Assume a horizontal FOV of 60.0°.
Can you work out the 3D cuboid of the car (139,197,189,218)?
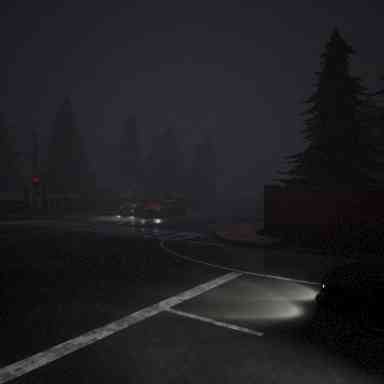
[{"bbox_3d":[-2.226,1.477,30.662,1.882,1.535,5.008,0,0,35],"label":"car"}]

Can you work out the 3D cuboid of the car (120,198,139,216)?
[{"bbox_3d":[-4.958,1.352,32.857,2.097,1.767,4.553,0,0,35],"label":"car"}]

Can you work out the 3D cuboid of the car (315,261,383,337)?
[{"bbox_3d":[4.752,1.547,4.875,5.357,1.411,2.033,0,0,36],"label":"car"}]
